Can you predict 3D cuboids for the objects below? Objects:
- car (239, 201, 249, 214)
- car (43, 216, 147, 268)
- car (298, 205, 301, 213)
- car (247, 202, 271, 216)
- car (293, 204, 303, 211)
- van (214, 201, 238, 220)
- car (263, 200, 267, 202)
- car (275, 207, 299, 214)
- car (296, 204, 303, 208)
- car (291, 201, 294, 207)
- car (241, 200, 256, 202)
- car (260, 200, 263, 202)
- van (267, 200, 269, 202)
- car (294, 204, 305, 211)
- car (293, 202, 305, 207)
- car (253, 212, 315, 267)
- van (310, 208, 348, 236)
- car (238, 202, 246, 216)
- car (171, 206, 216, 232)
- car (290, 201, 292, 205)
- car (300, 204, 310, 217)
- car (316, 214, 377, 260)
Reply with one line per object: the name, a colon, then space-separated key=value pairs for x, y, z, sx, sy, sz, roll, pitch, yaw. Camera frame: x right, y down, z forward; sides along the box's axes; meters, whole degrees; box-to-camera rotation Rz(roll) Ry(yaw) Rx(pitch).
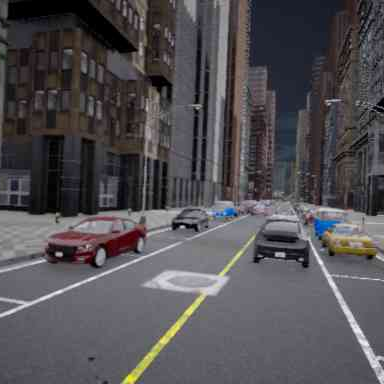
car: x=6.199 y=2.277 z=43.883 sx=1.947 sy=1.339 sz=4.313 roll=2 pitch=-1 yaw=16
car: x=-3.048 y=1.526 z=11.360 sx=1.887 sy=1.381 sz=4.507 roll=2 pitch=-1 yaw=16
car: x=12.901 y=2.449 z=36.301 sx=1.752 sy=1.417 sz=4.829 roll=2 pitch=-1 yaw=16
car: x=8.470 y=2.313 z=41.805 sx=1.812 sy=1.442 sz=4.674 roll=2 pitch=-1 yaw=16
car: x=23.641 y=3.339 z=74.078 sx=1.947 sy=1.339 sz=4.313 roll=2 pitch=-1 yaw=16
van: x=3.125 y=1.808 z=33.045 sx=1.690 sy=1.788 sz=3.998 roll=2 pitch=-1 yaw=16
car: x=15.452 y=2.883 z=76.408 sx=1.967 sy=1.590 sz=4.097 roll=2 pitch=-1 yaw=16
car: x=8.247 y=2.256 z=29.665 sx=1.895 sy=1.301 sz=4.718 roll=2 pitch=-1 yaw=16
car: x=14.394 y=2.592 z=41.557 sx=2.008 sy=1.369 sz=4.403 roll=2 pitch=-1 yaw=16
car: x=20.569 y=2.844 z=63.241 sx=2.192 sy=1.841 sz=5.009 roll=2 pitch=-1 yaw=16
car: x=7.750 y=2.148 z=49.306 sx=2.192 sy=1.841 sz=5.009 roll=2 pitch=-1 yaw=16
car: x=12.370 y=2.639 z=65.567 sx=1.967 sy=1.590 sz=4.097 roll=2 pitch=-1 yaw=16
van: x=18.539 y=3.028 z=87.250 sx=1.690 sy=1.788 sz=3.998 roll=2 pitch=-1 yaw=16
car: x=22.101 y=3.196 z=68.658 sx=1.887 sy=1.381 sz=4.507 roll=2 pitch=-1 yaw=16
car: x=17.481 y=2.725 z=52.398 sx=1.967 sy=1.590 sz=4.097 roll=2 pitch=-1 yaw=16
car: x=3.455 y=1.781 z=12.799 sx=1.837 sy=1.490 sz=4.892 roll=2 pitch=-1 yaw=16
van: x=8.238 y=1.896 z=19.879 sx=1.690 sy=1.788 sz=3.998 roll=2 pitch=-1 yaw=16
car: x=4.658 y=2.155 z=38.463 sx=1.947 sy=1.339 sz=4.313 roll=2 pitch=-1 yaw=16
car: x=0.034 y=1.790 z=22.201 sx=1.947 sy=1.339 sz=4.313 roll=2 pitch=-1 yaw=16
car: x=26.728 y=3.458 z=84.919 sx=1.967 sy=1.590 sz=4.097 roll=2 pitch=-1 yaw=16
car: x=11.317 y=2.238 z=30.718 sx=1.967 sy=1.590 sz=4.097 roll=2 pitch=-1 yaw=16
car: x=6.736 y=1.962 z=14.620 sx=1.752 sy=1.417 sz=4.829 roll=2 pitch=-1 yaw=16
